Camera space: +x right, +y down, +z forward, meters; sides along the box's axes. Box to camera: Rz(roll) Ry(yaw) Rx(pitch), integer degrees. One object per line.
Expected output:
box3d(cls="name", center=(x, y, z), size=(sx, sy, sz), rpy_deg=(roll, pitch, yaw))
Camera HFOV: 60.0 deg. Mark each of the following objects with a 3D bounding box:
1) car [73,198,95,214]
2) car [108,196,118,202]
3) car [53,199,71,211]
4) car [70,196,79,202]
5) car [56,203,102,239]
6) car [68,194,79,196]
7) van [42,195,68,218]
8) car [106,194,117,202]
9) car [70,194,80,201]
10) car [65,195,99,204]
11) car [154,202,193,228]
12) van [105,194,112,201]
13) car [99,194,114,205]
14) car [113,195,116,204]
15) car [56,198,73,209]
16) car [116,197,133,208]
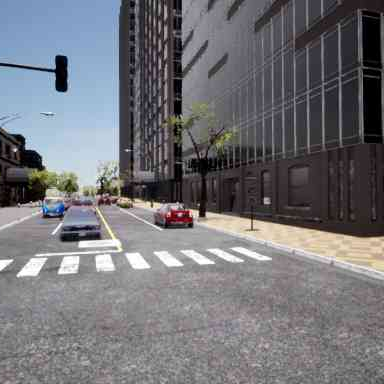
box3d(cls="car", center=(-11.992, 1.515, 37.069), size=(2.128, 1.511, 4.902), rpy_deg=(0, 0, -17))
box3d(cls="car", center=(-17.947, 1.575, 75.298), size=(1.752, 1.417, 4.829), rpy_deg=(1, 0, -17))
box3d(cls="car", center=(-15.951, 1.608, 40.953), size=(1.802, 1.307, 4.206), rpy_deg=(1, 0, -17))
box3d(cls="car", center=(-27.502, 1.575, 77.754), size=(1.752, 1.417, 4.829), rpy_deg=(1, 0, -17))
box3d(cls="car", center=(-5.974, 1.558, 17.707), size=(2.033, 1.411, 5.357), rpy_deg=(0, 0, -21))
box3d(cls="car", center=(-20.919, 1.351, 56.795), size=(2.192, 1.841, 5.009), rpy_deg=(1, 0, -17))
box3d(cls="van", center=(-12.632, 1.360, 30.394), size=(1.690, 1.788, 3.998), rpy_deg=(1, 0, -17))
box3d(cls="car", center=(-19.551, 1.368, 80.418), size=(2.192, 1.841, 5.009), rpy_deg=(1, 0, -17))
box3d(cls="car", center=(-29.207, 1.369, 83.198), size=(2.192, 1.841, 5.009), rpy_deg=(1, 0, -17))
box3d(cls="car", center=(-8.912, 1.369, 27.160), size=(2.097, 1.767, 4.553), rpy_deg=(0, 0, -17))
box3d(cls="car", center=(-1.319, 1.455, 22.328), size=(1.967, 1.590, 4.097), rpy_deg=(1, 0, -17))
box3d(cls="van", center=(-22.867, 1.401, 90.979), size=(1.690, 1.788, 3.998), rpy_deg=(1, 0, -17))
box3d(cls="car", center=(-15.132, 1.389, 57.309), size=(2.097, 1.767, 4.553), rpy_deg=(0, 0, -17))
box3d(cls="car", center=(-11.317, 1.561, 54.175), size=(1.752, 1.417, 4.829), rpy_deg=(1, 0, -17))
box3d(cls="car", center=(-17.608, 1.595, 46.234), size=(1.947, 1.339, 4.313), rpy_deg=(1, 0, -17))
box3d(cls="car", center=(-9.659, 1.558, 48.895), size=(1.752, 1.417, 4.829), rpy_deg=(1, 0, -17))
